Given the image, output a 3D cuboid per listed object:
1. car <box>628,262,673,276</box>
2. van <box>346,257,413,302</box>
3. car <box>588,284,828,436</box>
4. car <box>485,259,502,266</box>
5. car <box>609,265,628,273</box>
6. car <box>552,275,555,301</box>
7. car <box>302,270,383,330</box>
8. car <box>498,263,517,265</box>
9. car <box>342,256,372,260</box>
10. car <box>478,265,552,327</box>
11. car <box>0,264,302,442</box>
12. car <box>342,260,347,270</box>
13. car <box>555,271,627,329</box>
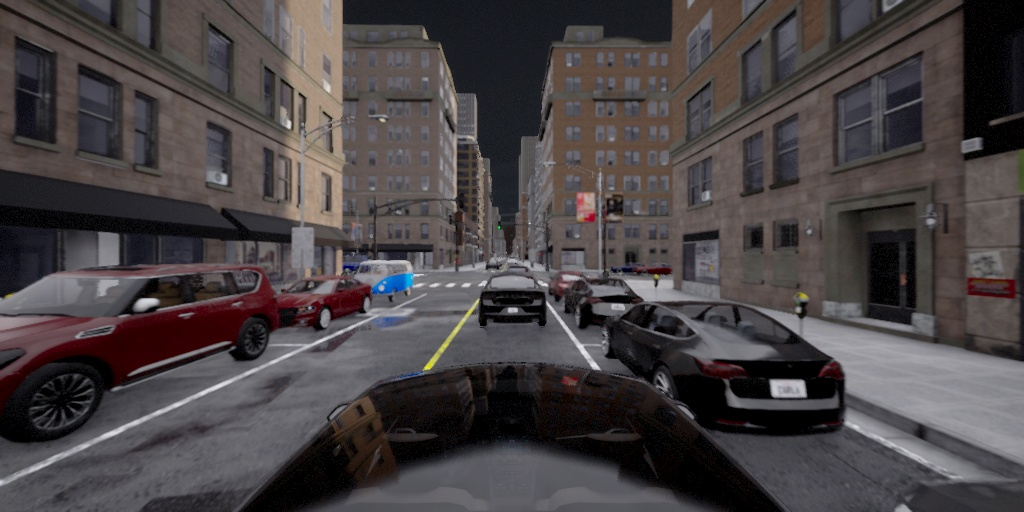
[{"bbox_3d":[14.716,1.361,36.575,4.718,1.301,1.895,0,0,0],"label":"car"},{"bbox_3d":[-5.860,1.098,16.710,1.690,1.789,3.998,0,0,0],"label":"van"},{"bbox_3d":[2.667,1.317,5.543,1.948,1.339,4.313,0,0,0],"label":"car"},{"bbox_3d":[-2.849,1.255,52.823,1.882,1.535,5.008,0,0,0],"label":"car"},{"bbox_3d":[13.223,1.371,39.809,4.718,1.301,1.895,0,0,-1],"label":"car"},{"bbox_3d":[2.665,1.339,16.713,1.802,1.307,4.207,0,0,0],"label":"car"},{"bbox_3d":[-5.859,1.299,11.124,1.888,1.381,4.507,0,0,0],"label":"car"},{"bbox_3d":[0.444,1.321,22.610,1.994,1.385,4.181,0,0,6],"label":"car"},{"bbox_3d":[-16.852,0.991,36.465,5.566,2.045,2.150,0,0,-4],"label":"car"},{"bbox_3d":[0.012,1.232,11.599,1.882,1.535,5.008,0,0,0],"label":"car"},{"bbox_3d":[-5.858,1.066,5.537,2.192,1.841,5.009,0,0,0],"label":"car"},{"bbox_3d":[-16.690,1.296,29.507,5.357,1.411,2.033,0,0,-1],"label":"car"},{"bbox_3d":[2.666,1.320,11.128,1.948,1.339,4.313,0,0,0],"label":"car"}]
